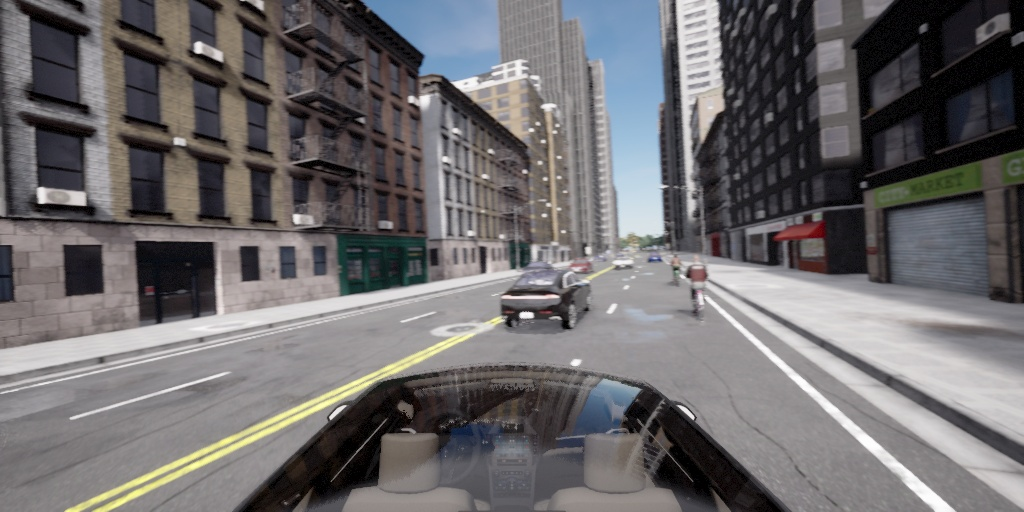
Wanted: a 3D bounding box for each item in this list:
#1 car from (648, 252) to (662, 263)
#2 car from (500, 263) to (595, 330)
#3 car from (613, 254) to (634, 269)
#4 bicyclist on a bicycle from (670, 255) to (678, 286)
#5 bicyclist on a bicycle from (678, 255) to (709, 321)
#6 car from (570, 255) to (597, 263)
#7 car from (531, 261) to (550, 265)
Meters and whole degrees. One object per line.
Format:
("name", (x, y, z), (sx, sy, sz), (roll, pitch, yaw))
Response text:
("car", (21.097, 0.214, 52.972), (1.994, 1.385, 4.181), (-3, 0, 21))
("car", (1.227, 1.182, 10.974), (2.128, 1.511, 4.902), (-3, 0, 21))
("car", (12.369, 0.715, 39.517), (1.895, 1.301, 4.718), (-3, 0, 21))
("bicyclist on a bicycle", (8.571, 0.757, 18.694), (0.582, 1.620, 1.656), (-3, 0, 21))
("bicyclist on a bicycle", (5.221, 0.847, 10.121), (0.659, 1.776, 1.843), (-3, 0, 21))
("car", (6.585, 0.947, 34.164), (1.812, 1.442, 4.674), (-3, 0, 21))
("car", (2.417, 1.190, 32.418), (2.033, 1.411, 5.357), (-3, 0, 21))
